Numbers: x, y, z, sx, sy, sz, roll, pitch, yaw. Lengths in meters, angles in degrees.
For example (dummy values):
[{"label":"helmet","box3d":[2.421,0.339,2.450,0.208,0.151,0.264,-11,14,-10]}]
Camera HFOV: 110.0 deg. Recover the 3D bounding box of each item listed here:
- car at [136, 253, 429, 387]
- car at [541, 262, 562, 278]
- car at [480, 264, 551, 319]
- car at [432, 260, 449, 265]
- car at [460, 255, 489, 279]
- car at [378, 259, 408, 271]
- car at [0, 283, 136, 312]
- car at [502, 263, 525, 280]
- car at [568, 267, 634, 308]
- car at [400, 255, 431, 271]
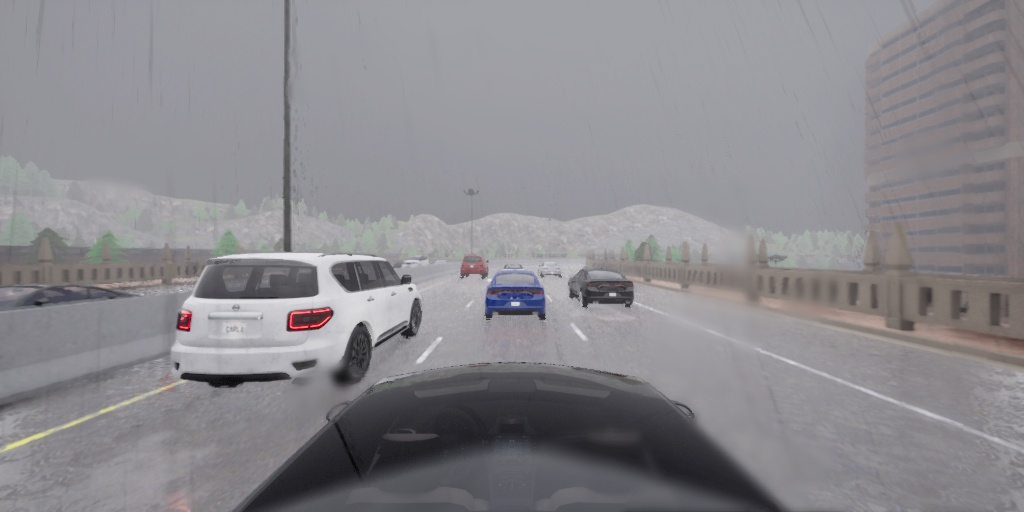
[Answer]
[{"label":"car","box3d":[-3.411,0.972,7.075,2.150,2.045,5.566,0,0,0]},{"label":"car","box3d":[3.602,1.276,34.361,1.812,1.442,4.674,0,0,0]},{"label":"car","box3d":[0.101,1.228,12.803,1.882,1.535,5.008,0,0,0]},{"label":"car","box3d":[-9.759,1.278,49.173,1.812,1.442,4.674,0,0,7]},{"label":"car","box3d":[-3.395,0.973,33.106,2.150,2.045,5.566,0,0,0]},{"label":"car","box3d":[-16.648,1.244,50.480,2.128,1.511,4.902,0,0,7]},{"label":"car","box3d":[-10.599,1.315,7.830,1.994,1.385,4.181,0,0,0]},{"label":"car","box3d":[0.102,1.352,32.208,1.895,1.301,4.718,0,0,0]},{"label":"car","box3d":[3.599,1.228,15.280,1.882,1.535,5.008,0,0,0]},{"label":"car","box3d":[-13.243,0.978,49.602,2.150,2.045,5.566,0,0,7]}]
